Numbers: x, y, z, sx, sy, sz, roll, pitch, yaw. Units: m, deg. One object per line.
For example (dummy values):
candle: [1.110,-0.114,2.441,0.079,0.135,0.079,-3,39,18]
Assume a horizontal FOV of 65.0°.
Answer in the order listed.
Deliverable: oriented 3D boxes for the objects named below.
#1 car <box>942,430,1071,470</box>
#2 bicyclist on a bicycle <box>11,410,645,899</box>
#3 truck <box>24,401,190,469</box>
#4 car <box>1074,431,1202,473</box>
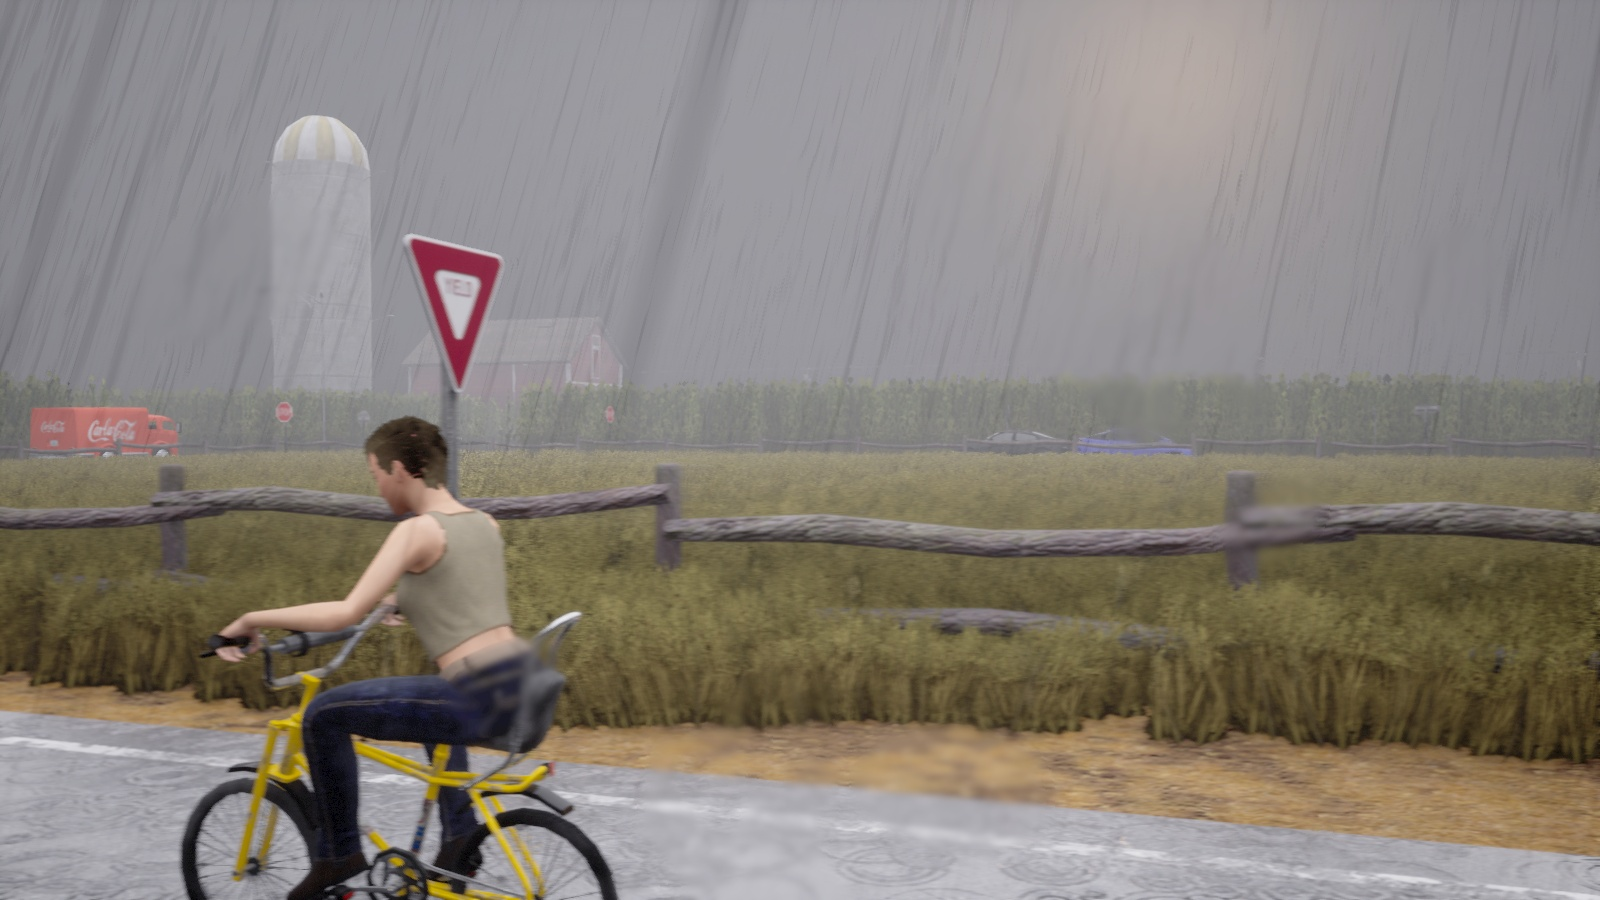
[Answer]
car: [8.553,-0.030,52.063,5.008,1.535,1.882,1,1,19]
bicyclist on a bicycle: [-1.325,0.700,3.639,1.509,1.612,0.866,1,1,19]
truck: [-26.722,-0.614,48.648,2.627,2.467,5.204,1,1,19]
car: [12.756,0.051,47.336,4.514,1.525,2.007,1,1,19]
